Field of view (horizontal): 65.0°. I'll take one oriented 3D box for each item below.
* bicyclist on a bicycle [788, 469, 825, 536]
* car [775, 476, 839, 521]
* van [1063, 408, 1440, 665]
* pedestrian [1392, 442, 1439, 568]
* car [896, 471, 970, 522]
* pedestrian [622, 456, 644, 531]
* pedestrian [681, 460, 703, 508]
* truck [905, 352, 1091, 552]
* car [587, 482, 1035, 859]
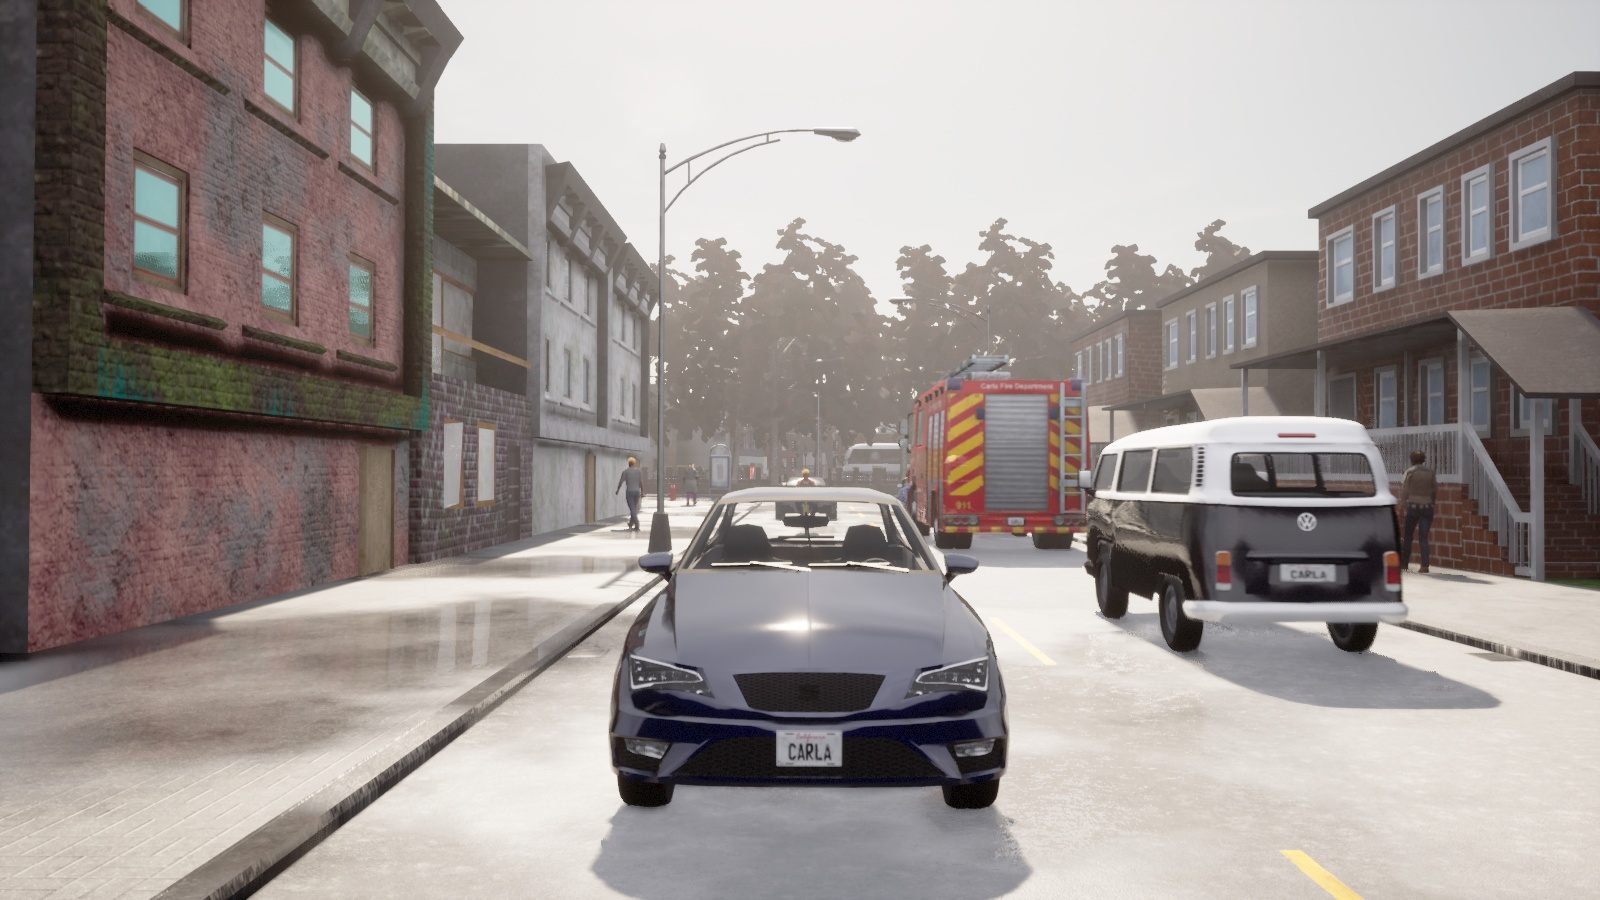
[{"bbox_3d":[0.157,1.267,30.851,0.866,1.612,1.509,0,-1,0],"label":"bicyclist on a bicycle"},{"bbox_3d":[0.212,1.574,41.537,1.994,1.385,4.181,0,-1,0],"label":"car"},{"bbox_3d":[4.074,0.727,12.265,2.069,2.038,4.480,0,-1,0],"label":"van"},{"bbox_3d":[9.043,0.797,18.463,0.328,1.805,0.869,0,-1,6],"label":"pedestrian"},{"bbox_3d":[4.212,1.453,40.435,1.882,1.535,5.008,0,-1,0],"label":"car"},{"bbox_3d":[-4.131,1.061,31.050,0.354,1.836,0.706,0,-1,-23],"label":"pedestrian"},{"bbox_3d":[-4.465,1.413,51.974,0.659,1.952,0.873,0,-1,15],"label":"pedestrian"},{"bbox_3d":[4.151,0.108,28.381,2.891,3.827,8.468,0,-1,0],"label":"truck"},{"bbox_3d":[0.052,0.949,7.202,1.816,1.474,4.193,0,-1,0],"label":"car"}]
